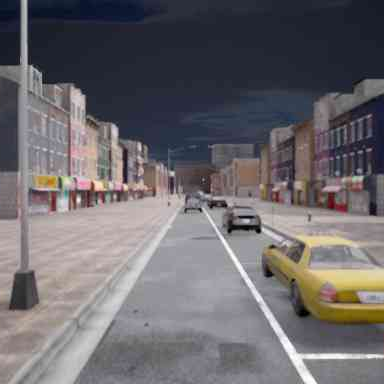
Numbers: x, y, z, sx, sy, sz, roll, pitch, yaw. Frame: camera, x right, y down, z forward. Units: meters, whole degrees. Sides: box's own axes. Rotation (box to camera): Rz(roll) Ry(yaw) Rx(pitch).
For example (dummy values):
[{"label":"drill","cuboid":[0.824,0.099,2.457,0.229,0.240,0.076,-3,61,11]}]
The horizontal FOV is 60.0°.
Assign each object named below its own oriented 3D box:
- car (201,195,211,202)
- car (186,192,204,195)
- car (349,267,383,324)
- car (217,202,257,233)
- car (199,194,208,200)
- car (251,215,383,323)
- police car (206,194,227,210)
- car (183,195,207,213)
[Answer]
[{"label":"car","cuboid":[2.668,1.217,63.767,1.802,1.307,4.206,0,0,0]},{"label":"car","cuboid":[0.121,0.945,46.281,2.150,2.045,5.566,0,1,0]},{"label":"car","cuboid":[2.640,1.534,1.292,1.887,1.381,4.507,0,0,0]},{"label":"car","cuboid":[2.647,1.436,18.331,1.947,1.339,4.313,0,0,0]},{"label":"car","cuboid":[2.675,1.124,80.805,2.008,1.369,4.403,0,0,0]},{"label":"car","cuboid":[2.643,1.471,7.141,1.752,1.417,4.829,0,0,0]},{"label":"police car","cuboid":[3.028,1.178,39.571,1.930,1.638,5.238,0,0,0]},{"label":"car","cuboid":[0.113,1.327,34.327,2.033,1.411,5.357,0,0,0]}]
